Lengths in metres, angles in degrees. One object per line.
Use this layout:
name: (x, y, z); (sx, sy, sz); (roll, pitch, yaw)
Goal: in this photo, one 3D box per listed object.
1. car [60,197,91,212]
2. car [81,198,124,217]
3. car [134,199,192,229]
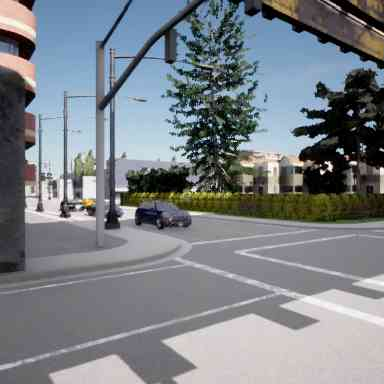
car: (-13.941, 1.489, 38.736); (2.128, 1.511, 4.902); (0, 0, -35)
car: (-8.057, 1.545, 30.341); (2.033, 1.411, 5.357); (0, 0, -35)
car: (-1.960, 1.349, 21.679); (2.097, 1.767, 4.553); (0, 0, -35)
